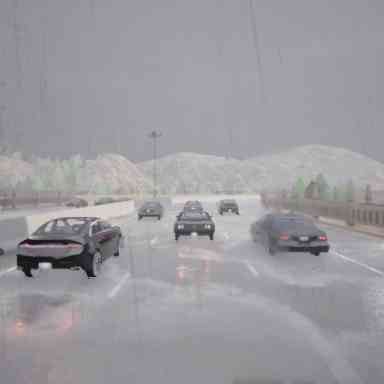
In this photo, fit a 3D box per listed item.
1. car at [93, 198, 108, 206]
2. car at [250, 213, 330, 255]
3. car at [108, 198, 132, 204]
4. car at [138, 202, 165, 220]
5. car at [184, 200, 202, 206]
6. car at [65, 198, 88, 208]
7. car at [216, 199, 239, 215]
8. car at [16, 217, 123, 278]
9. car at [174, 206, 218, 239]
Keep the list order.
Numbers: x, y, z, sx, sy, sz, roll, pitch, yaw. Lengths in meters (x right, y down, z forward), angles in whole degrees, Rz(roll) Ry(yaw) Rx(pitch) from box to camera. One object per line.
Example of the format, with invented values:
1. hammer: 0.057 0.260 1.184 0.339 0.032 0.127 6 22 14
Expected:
1. car: -13.193 1.549 50.760 2.033 1.411 5.357 0 0 7
2. car: 3.602 1.548 13.208 2.033 1.411 5.357 0 0 0
3. car: -9.963 1.549 48.143 2.033 1.411 5.357 0 0 6
4. car: -3.395 1.549 28.417 2.033 1.411 5.357 0 0 0
5. car: 0.117 1.565 34.639 1.994 1.385 4.181 0 0 0
6. car: -16.846 1.566 48.807 1.994 1.385 4.181 0 0 6
7. car: 3.614 1.506 33.944 1.837 1.490 4.892 0 0 0
8. car: -3.399 1.492 10.133 2.128 1.511 4.902 0 0 0
9. car: 0.104 1.602 17.182 1.895 1.301 4.718 0 0 0
